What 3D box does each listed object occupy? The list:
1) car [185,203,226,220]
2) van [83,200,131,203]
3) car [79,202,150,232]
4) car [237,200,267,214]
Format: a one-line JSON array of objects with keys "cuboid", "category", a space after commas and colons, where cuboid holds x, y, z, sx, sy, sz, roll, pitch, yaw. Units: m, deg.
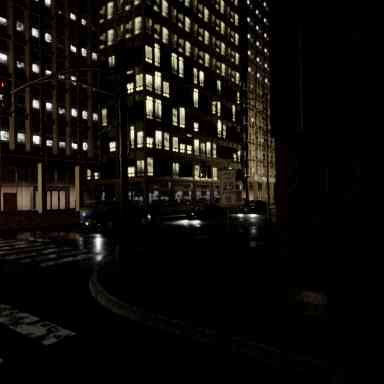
[{"cuboid": [1.205, 1.649, 29.083, 1.994, 1.385, 4.181, -1, -1, 36], "category": "car"}, {"cuboid": [-6.000, 1.460, 23.517, 1.690, 1.788, 3.998, -2, -1, 36], "category": "van"}, {"cuboid": [-4.659, 1.571, 20.982, 1.837, 1.490, 4.892, -1, -1, 33], "category": "car"}, {"cuboid": [7.104, 1.631, 37.269, 1.812, 1.442, 4.674, -1, -1, 36], "category": "car"}]
